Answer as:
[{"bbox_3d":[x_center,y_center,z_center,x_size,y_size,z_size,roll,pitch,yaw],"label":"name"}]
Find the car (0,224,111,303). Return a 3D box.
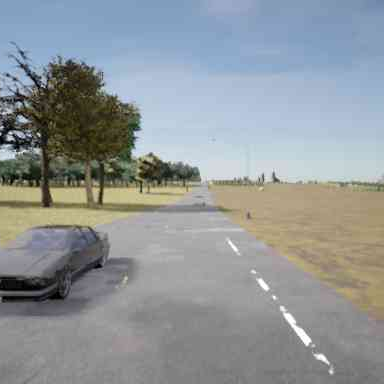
[{"bbox_3d":[-3.567,1.580,8.699,2.033,1.411,5.357,0,0,0],"label":"car"}]

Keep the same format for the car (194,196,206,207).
[{"bbox_3d":[1.371,2.023,63.973,1.812,1.442,4.674,0,0,2],"label":"car"}]
